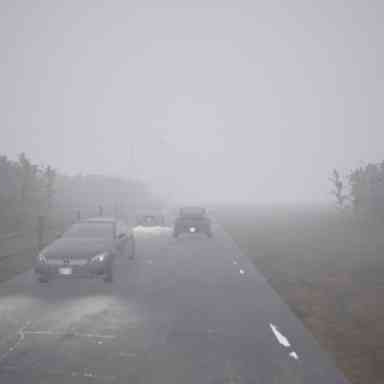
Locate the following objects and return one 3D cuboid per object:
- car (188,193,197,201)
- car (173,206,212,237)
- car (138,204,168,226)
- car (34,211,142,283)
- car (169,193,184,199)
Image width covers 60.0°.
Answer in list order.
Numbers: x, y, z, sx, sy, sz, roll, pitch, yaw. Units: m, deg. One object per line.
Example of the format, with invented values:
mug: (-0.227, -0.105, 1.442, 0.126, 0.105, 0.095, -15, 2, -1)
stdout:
car: (0.065, 1.223, 83.269, 2.097, 1.767, 4.553, 0, 0, -2)
car: (0.027, 1.502, 18.003, 1.837, 1.490, 4.892, 0, 0, 0)
car: (-2.750, 1.540, 23.253, 1.994, 1.385, 4.181, 0, 0, 0)
car: (-2.835, 1.524, 9.832, 1.812, 1.442, 4.674, 0, 0, 0)
car: (-4.511, 1.134, 92.196, 4.553, 1.767, 2.097, 0, -2, 34)
